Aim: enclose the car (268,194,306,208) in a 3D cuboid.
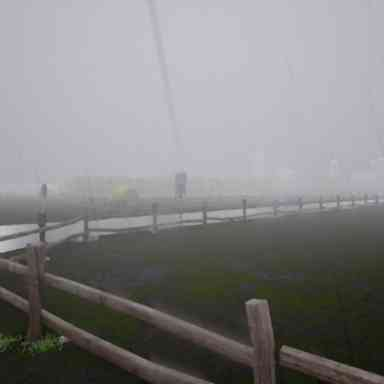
[{"bbox_3d":[10.320,0.952,35.887,5.357,1.411,2.033,-1,2,-44],"label":"car"}]
